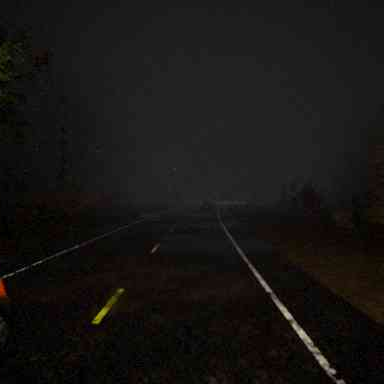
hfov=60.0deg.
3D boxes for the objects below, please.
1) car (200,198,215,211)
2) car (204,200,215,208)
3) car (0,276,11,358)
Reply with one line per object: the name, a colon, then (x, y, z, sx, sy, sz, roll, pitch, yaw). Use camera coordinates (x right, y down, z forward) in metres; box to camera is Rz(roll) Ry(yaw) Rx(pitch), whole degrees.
car: (2.238, 2.043, 49.730, 1.994, 1.385, 4.181, 0, 0, 5)
car: (3.341, 2.163, 62.943, 1.994, 1.385, 4.181, 0, -1, 6)
car: (-3.618, 1.379, 2.801, 2.097, 1.767, 4.553, 0, 0, 0)
